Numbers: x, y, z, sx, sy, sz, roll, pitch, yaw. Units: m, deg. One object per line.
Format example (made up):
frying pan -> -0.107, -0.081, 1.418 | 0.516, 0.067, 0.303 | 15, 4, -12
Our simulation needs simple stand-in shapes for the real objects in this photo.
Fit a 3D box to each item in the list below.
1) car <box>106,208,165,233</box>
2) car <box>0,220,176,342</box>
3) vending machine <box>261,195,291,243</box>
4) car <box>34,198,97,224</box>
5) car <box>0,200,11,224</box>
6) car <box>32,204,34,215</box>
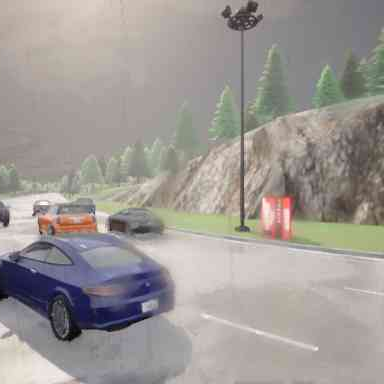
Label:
car -> -3.190, 1.564, 18.299 | 1.994, 1.385, 4.181 | 0, 0, -34
car -> -2.319, 1.525, 6.523 | 4.674, 1.442, 1.812 | 0, 0, 42
vending machine -> 3.897, 1.195, 15.386 | 1.100, 2.100, 0.880 | 0, 0, -44
car -> -6.411, 1.352, 16.919 | 2.097, 1.767, 4.553 | 0, 0, -33
car -> -13.895, 1.352, 23.223 | 2.097, 1.767, 4.553 | 0, 0, -27
car -> -15.058, 1.547, 33.547 | 2.033, 1.411, 5.357 | 0, 0, -26
